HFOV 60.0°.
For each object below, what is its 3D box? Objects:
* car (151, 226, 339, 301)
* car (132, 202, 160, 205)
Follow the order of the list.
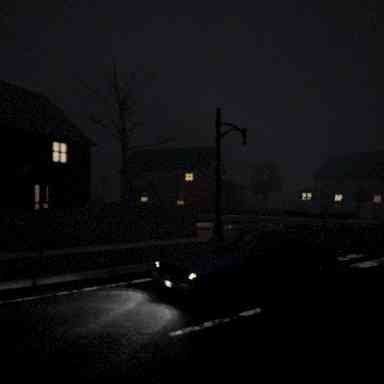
[{"bbox_3d":[1.657,1.629,8.737,5.357,1.411,2.033,1,-1,-35],"label":"car"},{"bbox_3d":[-3.076,1.510,24.384,4.892,1.490,1.837,1,0,22],"label":"car"}]
